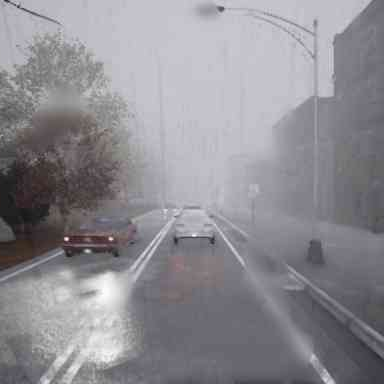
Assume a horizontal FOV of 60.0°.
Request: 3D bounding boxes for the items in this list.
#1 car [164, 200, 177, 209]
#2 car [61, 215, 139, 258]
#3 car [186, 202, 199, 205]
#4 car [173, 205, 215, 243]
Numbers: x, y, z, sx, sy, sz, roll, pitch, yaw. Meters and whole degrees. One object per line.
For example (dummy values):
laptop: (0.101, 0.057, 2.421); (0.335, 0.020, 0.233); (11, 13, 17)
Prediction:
car: (-3.449, 2.034, 54.012); (1.837, 1.490, 4.892); (0, -1, 0)
car: (-3.356, 1.616, 12.938); (1.895, 1.301, 4.718); (0, 0, 0)
car: (0.050, 1.717, 33.840); (1.812, 1.442, 4.674); (0, -1, 0)
car: (0.091, 1.555, 16.130); (1.812, 1.442, 4.674); (0, 0, 0)
